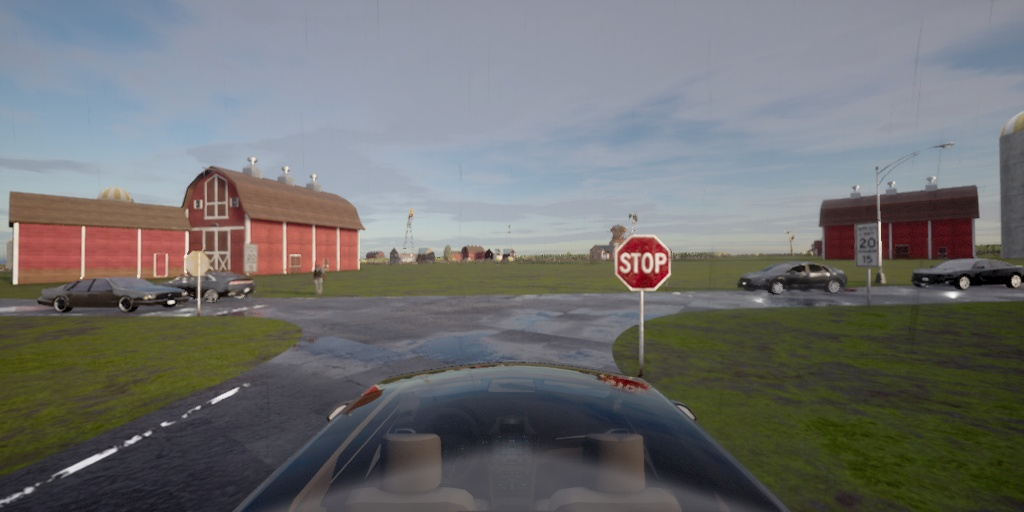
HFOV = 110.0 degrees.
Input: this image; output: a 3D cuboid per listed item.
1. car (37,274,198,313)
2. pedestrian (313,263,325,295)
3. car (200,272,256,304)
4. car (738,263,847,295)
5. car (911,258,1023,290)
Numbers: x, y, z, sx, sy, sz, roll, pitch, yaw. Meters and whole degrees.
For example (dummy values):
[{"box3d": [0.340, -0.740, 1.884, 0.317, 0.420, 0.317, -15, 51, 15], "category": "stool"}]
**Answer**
[{"box3d": [-16.968, 1.600, 15.338, 5.357, 1.411, 2.033, -1, -1, 6], "category": "car"}, {"box3d": [-11.224, 1.322, 20.798, 0.375, 1.860, 0.375, 0, 0, 4], "category": "pedestrian"}, {"box3d": [-15.634, 1.564, 18.121, 4.902, 1.511, 2.128, -1, -1, 6], "category": "car"}, {"box3d": [13.875, 1.084, 17.869, 4.892, 1.490, 1.837, -1, -1, -4], "category": "car"}, {"box3d": [23.738, 0.890, 18.735, 5.008, 1.535, 1.882, -1, -1, -7], "category": "car"}]
